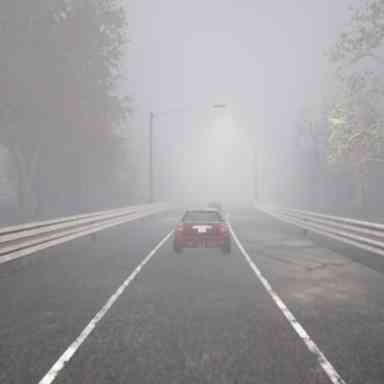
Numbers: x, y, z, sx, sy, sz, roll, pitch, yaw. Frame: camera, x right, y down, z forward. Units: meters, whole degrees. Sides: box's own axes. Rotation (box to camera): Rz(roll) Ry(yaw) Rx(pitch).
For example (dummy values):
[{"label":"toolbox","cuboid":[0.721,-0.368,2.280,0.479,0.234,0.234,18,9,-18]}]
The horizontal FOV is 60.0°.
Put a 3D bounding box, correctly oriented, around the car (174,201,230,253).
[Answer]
[{"label":"car","cuboid":[0.457,1.437,14.308,2.097,1.767,4.553,0,0,3]}]
